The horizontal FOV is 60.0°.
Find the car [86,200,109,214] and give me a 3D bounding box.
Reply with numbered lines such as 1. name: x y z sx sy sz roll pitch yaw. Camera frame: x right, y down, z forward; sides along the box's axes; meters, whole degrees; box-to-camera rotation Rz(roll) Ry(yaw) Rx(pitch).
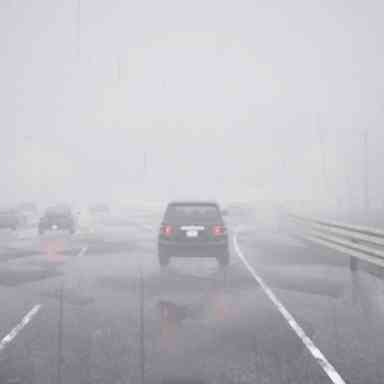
1. car: -10.559 1.654 37.313 1.812 1.442 4.674 0 0 -25

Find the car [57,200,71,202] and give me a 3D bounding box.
1. car: -14.382 1.620 37.213 2.128 1.511 4.902 0 0 -26

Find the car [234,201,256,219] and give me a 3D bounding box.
1. car: 4.432 1.594 30.080 2.128 1.511 4.902 0 0 25

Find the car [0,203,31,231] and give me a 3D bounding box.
1. car: -11.845 1.638 21.083 1.994 1.385 4.181 0 0 -16

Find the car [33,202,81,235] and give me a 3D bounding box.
1. car: -7.762 1.574 19.618 1.837 1.490 4.892 0 0 -15

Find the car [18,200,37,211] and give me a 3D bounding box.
1. car: -19.092 1.612 38.657 1.882 1.535 5.008 0 0 -27

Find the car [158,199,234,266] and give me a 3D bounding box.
1. car: 0.138 1.262 11.939 2.150 2.045 5.566 0 0 3
